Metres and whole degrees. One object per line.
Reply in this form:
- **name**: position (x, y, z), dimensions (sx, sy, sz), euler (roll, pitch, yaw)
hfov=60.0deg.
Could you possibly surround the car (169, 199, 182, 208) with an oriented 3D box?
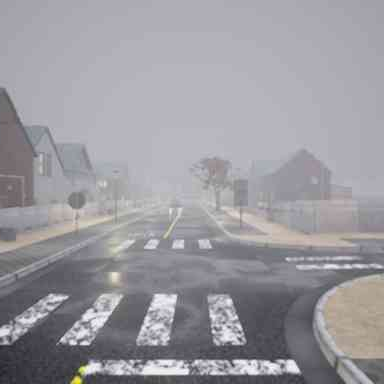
- **car**: position (-2.827, 1.964, 57.195), dimensions (1.837, 1.490, 4.892), euler (0, -1, 0)
